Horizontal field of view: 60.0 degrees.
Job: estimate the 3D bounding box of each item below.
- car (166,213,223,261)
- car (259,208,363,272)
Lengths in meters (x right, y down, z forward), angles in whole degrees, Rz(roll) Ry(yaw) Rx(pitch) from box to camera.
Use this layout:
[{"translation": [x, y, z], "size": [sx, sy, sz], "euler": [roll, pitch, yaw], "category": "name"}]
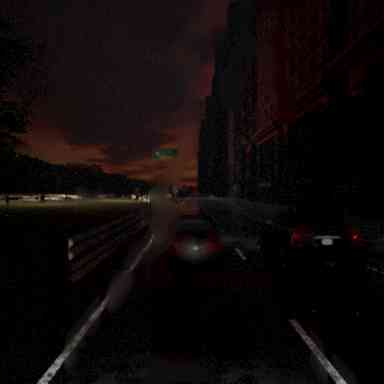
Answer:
[{"translation": [0.085, 1.505, 12.138], "size": [1.812, 1.442, 4.674], "euler": [0, 0, 0], "category": "car"}, {"translation": [3.580, 1.334, 10.907], "size": [2.097, 1.767, 4.553], "euler": [0, 0, 0], "category": "car"}]
